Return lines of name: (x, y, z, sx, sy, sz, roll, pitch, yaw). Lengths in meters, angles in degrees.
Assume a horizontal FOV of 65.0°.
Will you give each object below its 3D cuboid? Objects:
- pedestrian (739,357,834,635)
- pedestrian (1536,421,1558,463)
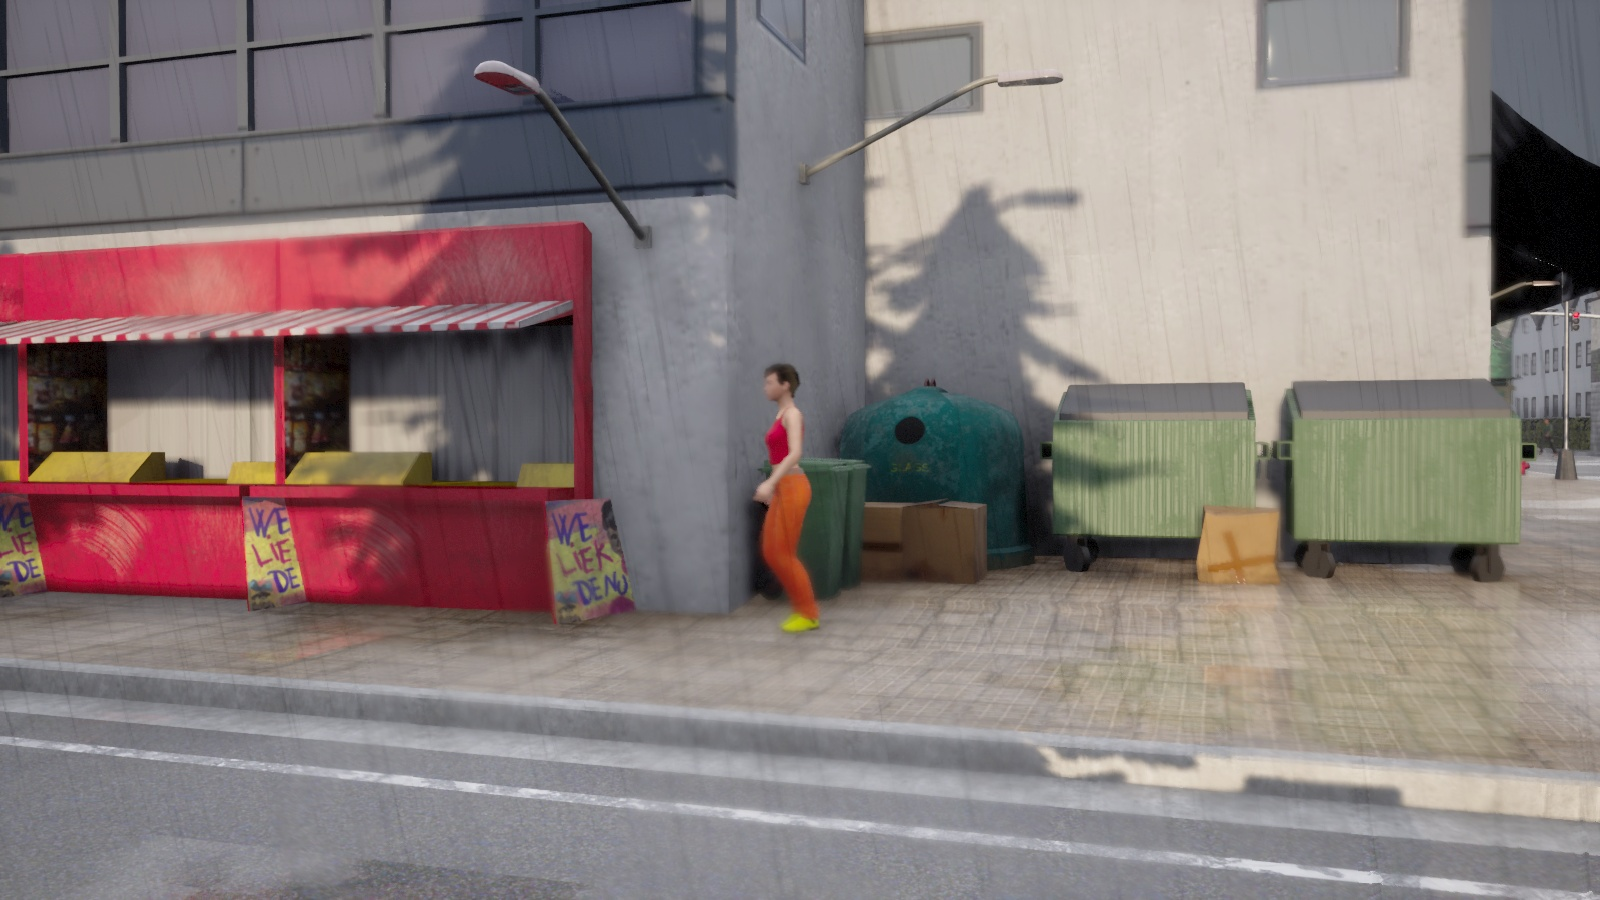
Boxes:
pedestrian: (-0.097, 0.303, 8.519, 0.594, 1.836, 0.345, 0, 1, -9)
pedestrian: (34.861, -0.360, 58.605, 0.788, 1.949, 0.423, 0, 1, -7)
